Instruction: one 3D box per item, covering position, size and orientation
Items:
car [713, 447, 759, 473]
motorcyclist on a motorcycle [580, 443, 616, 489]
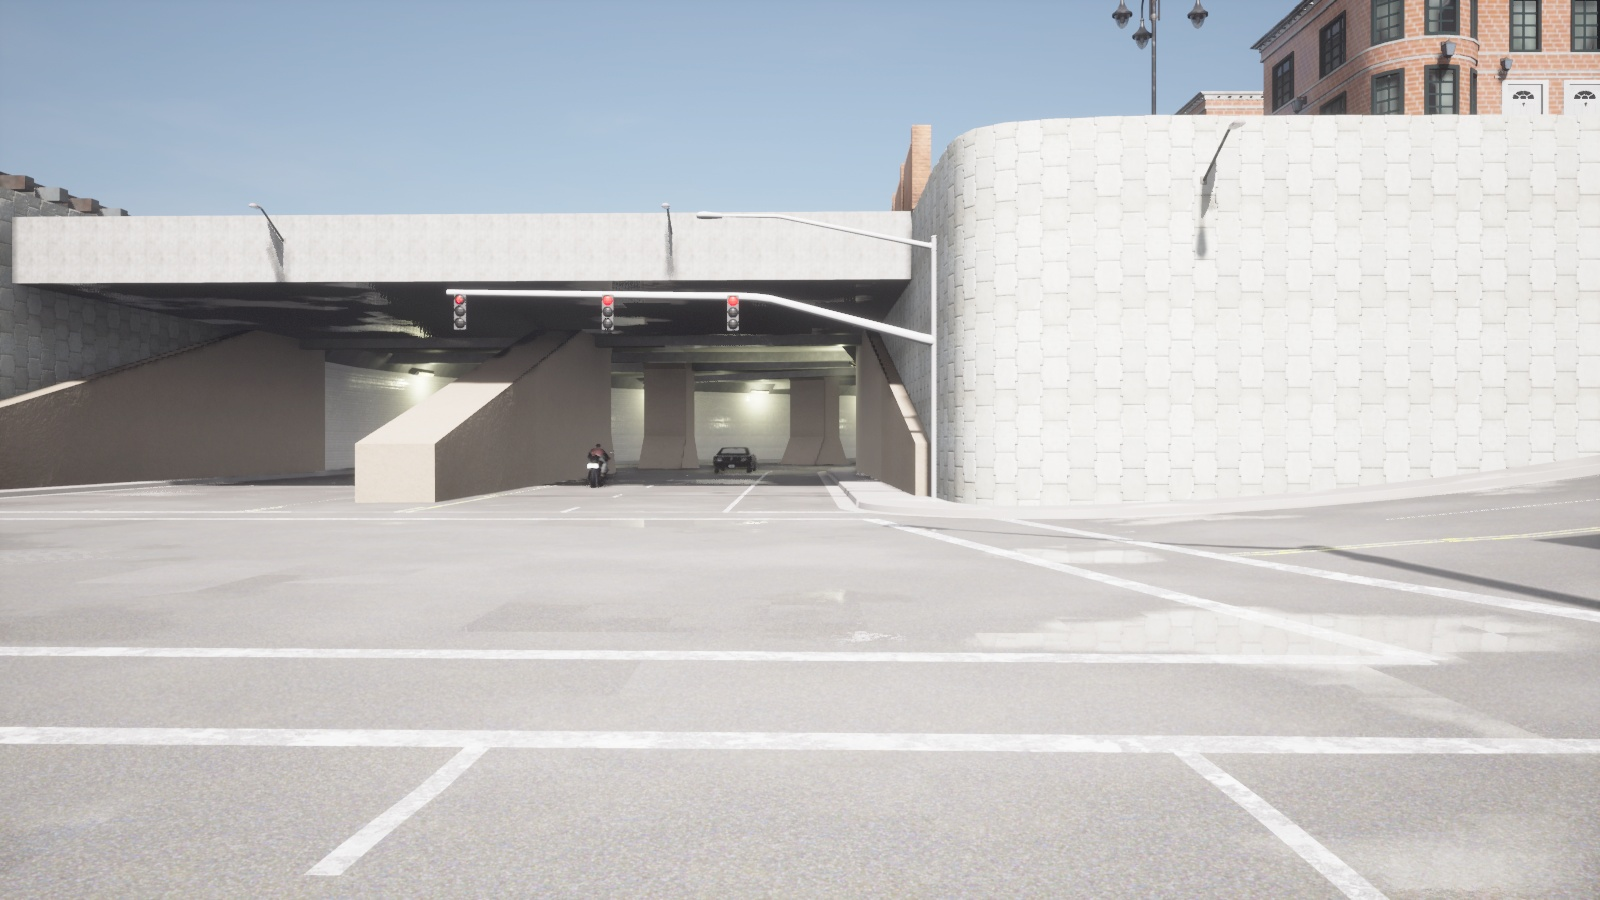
[{"bbox_3d":[-3.256,0.481,64.289,1.895,1.301,4.718,0,0,3],"label":"car"},{"bbox_3d":[-6.874,0.534,42.833,0.866,1.530,2.191,0,0,0],"label":"motorcyclist on a motorcycle"}]
